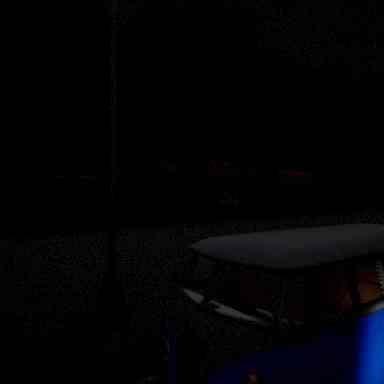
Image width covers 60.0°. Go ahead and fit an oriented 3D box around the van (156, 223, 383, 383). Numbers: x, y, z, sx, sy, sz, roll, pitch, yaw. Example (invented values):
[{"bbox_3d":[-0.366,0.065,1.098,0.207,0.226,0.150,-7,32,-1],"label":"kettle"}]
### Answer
[{"bbox_3d":[1.578,1.333,3.923,3.998,1.788,1.690,0,1,-35],"label":"van"}]
